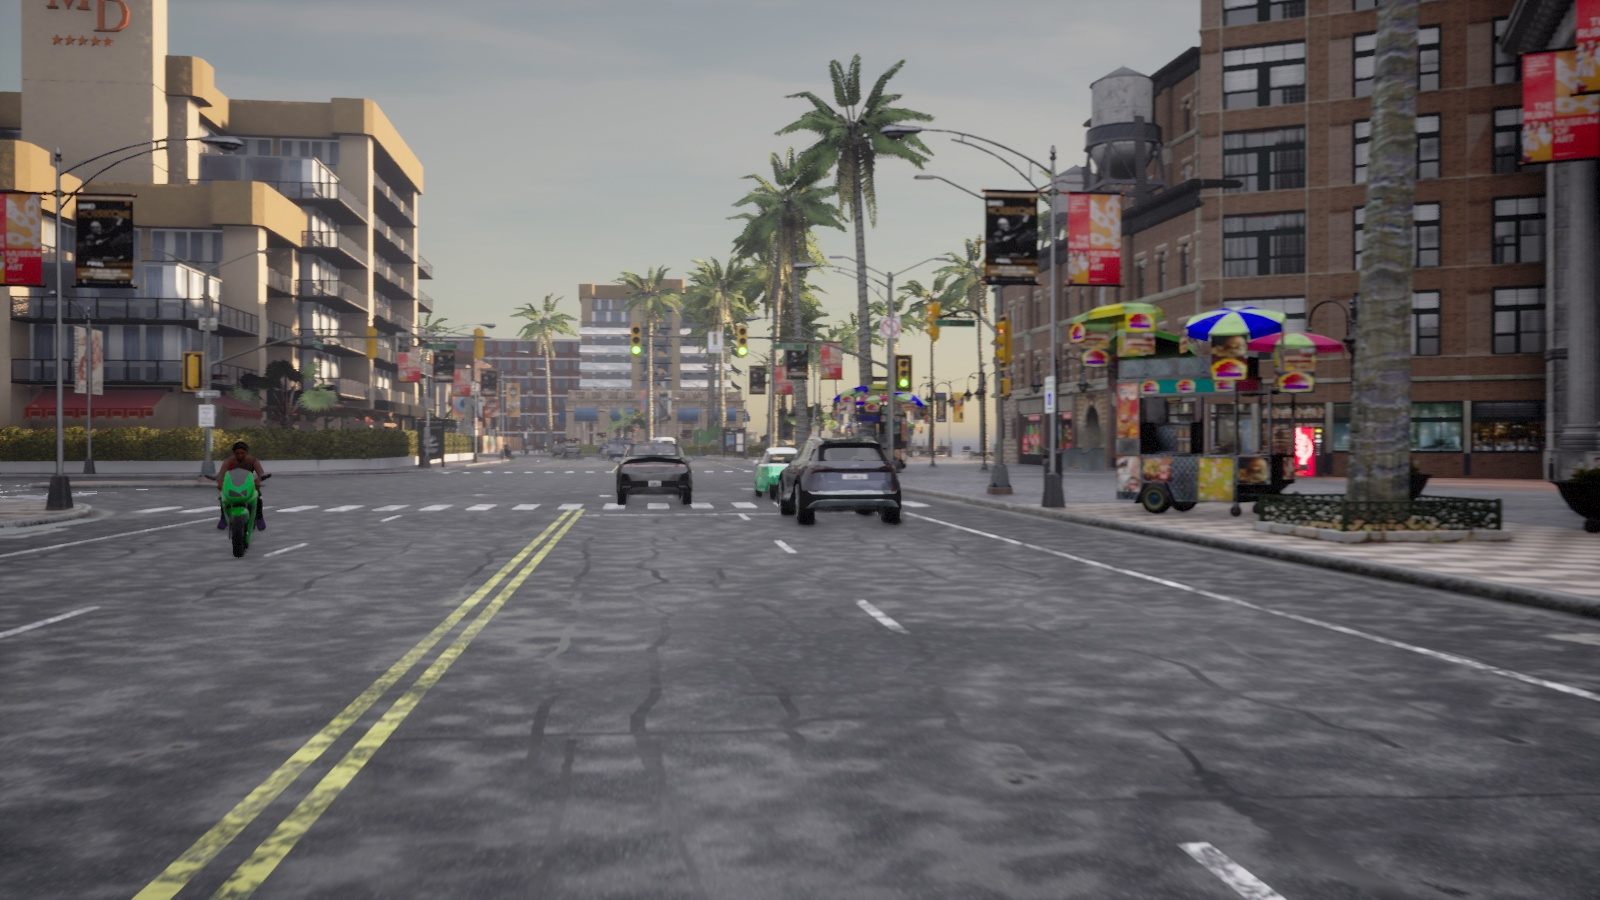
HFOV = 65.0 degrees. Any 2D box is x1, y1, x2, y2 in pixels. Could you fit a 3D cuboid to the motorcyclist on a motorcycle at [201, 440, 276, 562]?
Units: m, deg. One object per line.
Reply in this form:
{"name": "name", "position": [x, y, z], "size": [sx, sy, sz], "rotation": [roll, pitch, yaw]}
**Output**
{"name": "motorcyclist on a motorcycle", "position": [-7.511, 0.634, 16.870], "size": [0.797, 1.523, 2.044], "rotation": [0, 0, -21]}

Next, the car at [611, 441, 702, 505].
{"name": "car", "position": [-3.686, 0.522, 32.043], "size": [2.128, 1.511, 4.902], "rotation": [0, 0, -7]}

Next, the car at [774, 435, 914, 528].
{"name": "car", "position": [0.738, 0.537, 24.774], "size": [2.033, 1.649, 4.856], "rotation": [0, 0, -7]}

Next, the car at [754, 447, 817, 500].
{"name": "car", "position": [-0.433, 0.608, 34.266], "size": [1.481, 1.376, 2.207], "rotation": [0, 1, -7]}
